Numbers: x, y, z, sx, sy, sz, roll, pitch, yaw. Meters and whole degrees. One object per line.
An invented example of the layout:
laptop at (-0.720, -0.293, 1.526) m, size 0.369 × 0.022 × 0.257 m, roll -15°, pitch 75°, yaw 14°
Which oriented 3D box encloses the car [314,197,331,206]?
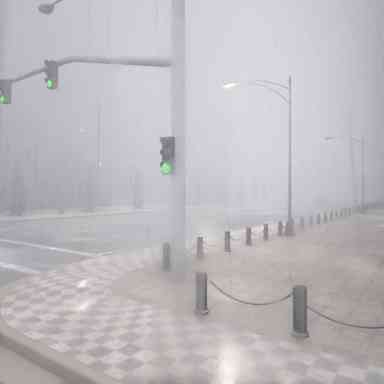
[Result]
car at (21.417, 1.508, 54.572) m, size 1.994 × 1.385 × 4.181 m, roll 0°, pitch 0°, yaw 35°
